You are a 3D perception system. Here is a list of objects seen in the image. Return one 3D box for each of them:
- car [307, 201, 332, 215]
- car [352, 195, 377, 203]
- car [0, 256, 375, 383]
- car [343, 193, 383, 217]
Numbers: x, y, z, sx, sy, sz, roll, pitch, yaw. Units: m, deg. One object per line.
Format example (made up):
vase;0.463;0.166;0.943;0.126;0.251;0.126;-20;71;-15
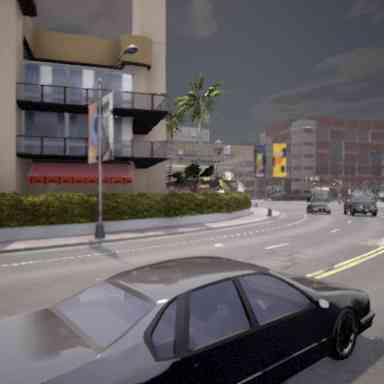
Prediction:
car;13.427;1.675;35.268;1.994;1.385;4.181;0;0;11
car;37.617;1.456;72.678;2.185;1.767;4.553;0;0;-17
car;0.226;1.566;4.129;5.357;1.411;2.033;0;0;-39
car;16.486;1.315;32.760;2.150;2.045;5.566;0;0;14
